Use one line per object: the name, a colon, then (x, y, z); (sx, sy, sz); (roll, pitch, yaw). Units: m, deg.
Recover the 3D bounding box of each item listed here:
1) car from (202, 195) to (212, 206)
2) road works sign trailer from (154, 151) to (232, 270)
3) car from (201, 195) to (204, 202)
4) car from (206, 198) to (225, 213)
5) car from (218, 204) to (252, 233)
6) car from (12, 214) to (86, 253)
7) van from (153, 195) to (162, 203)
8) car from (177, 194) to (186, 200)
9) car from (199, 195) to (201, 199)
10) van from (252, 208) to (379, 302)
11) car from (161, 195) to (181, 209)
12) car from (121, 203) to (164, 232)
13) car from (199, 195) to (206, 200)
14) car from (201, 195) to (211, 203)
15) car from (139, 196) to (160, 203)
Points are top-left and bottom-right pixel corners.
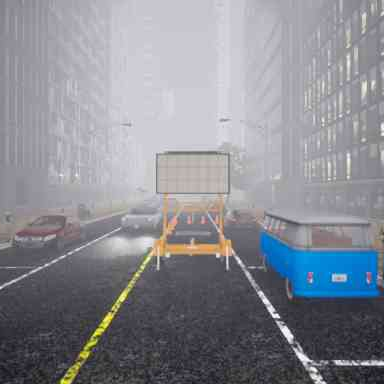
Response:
car: (2.832, 1.544, 47.801); (2.008, 1.369, 4.403); (0, 0, 0)
road works sign trailer: (0.031, 0.464, 10.982); (2.380, 3.560, 2.880); (0, 0, 0)
car: (2.849, 1.538, 53.493); (2.008, 1.369, 4.403); (0, 0, 0)
car: (2.798, 1.581, 36.416); (1.802, 1.307, 4.206); (0, 0, 0)
car: (2.746, 1.581, 19.338); (1.802, 1.307, 4.206); (0, 0, 0)
car: (-5.652, 1.582, 13.674); (1.802, 1.307, 4.206); (0, 0, 0)
van: (-5.531, 1.328, 53.522); (1.690, 1.788, 3.998); (0, 0, 0)
car: (-2.732, 1.149, 90.176); (2.150, 2.045, 5.566); (0, 0, 0)
car: (2.884, 1.410, 64.878); (1.967, 1.590, 4.097); (0, 0, 0)
van: (2.712, 1.341, 7.955); (1.690, 1.788, 3.998); (0, 0, 0)
car: (-2.865, 1.520, 45.955); (1.812, 1.442, 4.674); (0, 0, 0)
car: (-3.041, 1.600, 20.507); (1.895, 1.301, 4.718); (0, 0, 0)
car: (2.970, 1.463, 93.341); (1.887, 1.381, 4.507); (0, 0, 0)
car: (2.901, 1.401, 70.570); (1.967, 1.590, 4.097); (0, 0, 0)
car: (-5.566, 1.548, 42.137); (2.008, 1.369, 4.403); (0, 0, 0)
